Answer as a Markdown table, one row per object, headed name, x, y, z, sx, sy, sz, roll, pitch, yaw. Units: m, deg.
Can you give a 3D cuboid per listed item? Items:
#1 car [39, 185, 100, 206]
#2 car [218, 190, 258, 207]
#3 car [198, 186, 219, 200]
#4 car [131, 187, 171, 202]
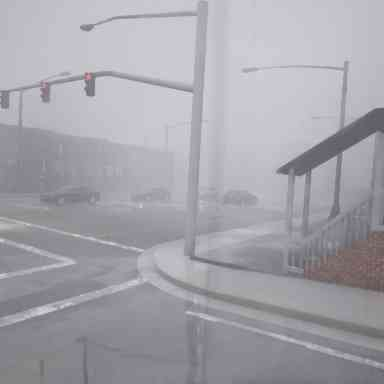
| name | x | y | z | sx | sy | sz | roll | pitch | yaw |
| --- | --- | --- | --- | --- | --- | --- | --- | --- | --- |
| car | -9.579 | 0.224 | 26.419 | 1.837 | 1.490 | 4.892 | 5 | 3 | 35 |
| car | 5.101 | 0.562 | 34.529 | 2.097 | 1.767 | 4.553 | 5 | 3 | 36 |
| car | 1.720 | 0.077 | 42.094 | 2.097 | 1.767 | 4.553 | 5 | 3 | 36 |
| car | -4.112 | 0.227 | 34.025 | 1.837 | 1.490 | 4.892 | 5 | 3 | 36 |
